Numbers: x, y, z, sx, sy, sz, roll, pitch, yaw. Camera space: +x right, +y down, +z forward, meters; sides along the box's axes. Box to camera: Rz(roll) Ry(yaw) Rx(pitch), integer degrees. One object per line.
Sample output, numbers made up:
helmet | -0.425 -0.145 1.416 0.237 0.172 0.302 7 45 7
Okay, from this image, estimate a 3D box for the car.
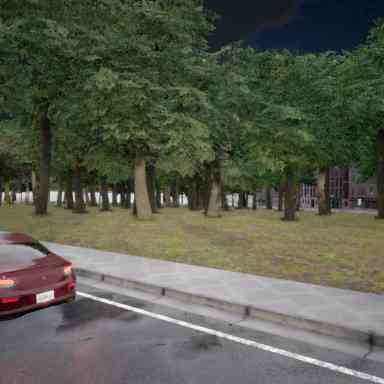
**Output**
car | -4.221 1.524 6.726 4.674 1.442 1.812 0 0 36
